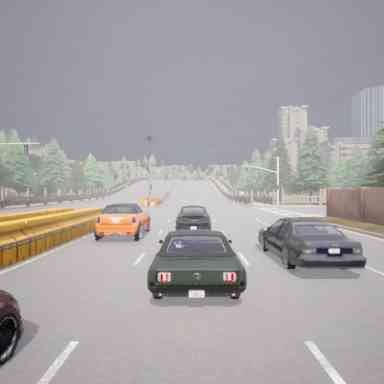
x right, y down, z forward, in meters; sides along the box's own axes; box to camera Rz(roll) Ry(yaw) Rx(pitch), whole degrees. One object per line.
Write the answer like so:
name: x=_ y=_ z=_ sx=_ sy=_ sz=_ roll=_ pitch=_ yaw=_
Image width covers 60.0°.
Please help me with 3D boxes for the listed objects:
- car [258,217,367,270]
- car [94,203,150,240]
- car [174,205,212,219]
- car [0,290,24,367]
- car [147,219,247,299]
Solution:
car: x=3.584 y=1.548 z=10.987 sx=2.033 sy=1.411 sz=5.357 roll=0 pitch=0 yaw=-1
car: x=-3.425 y=1.351 z=17.094 sx=2.097 sy=1.767 sz=4.553 roll=0 pitch=0 yaw=0
car: x=0.072 y=1.505 z=18.625 sx=1.837 sy=1.490 sz=4.892 roll=0 pitch=0 yaw=0
car: x=-3.402 y=1.564 z=3.079 sx=1.994 sy=1.385 sz=4.181 roll=0 pitch=0 yaw=0
car: x=0.089 y=1.601 z=8.388 sx=1.895 sy=1.301 sz=4.718 roll=0 pitch=0 yaw=0
